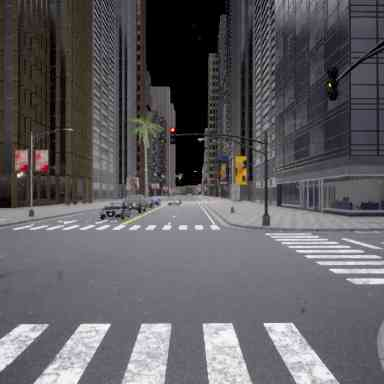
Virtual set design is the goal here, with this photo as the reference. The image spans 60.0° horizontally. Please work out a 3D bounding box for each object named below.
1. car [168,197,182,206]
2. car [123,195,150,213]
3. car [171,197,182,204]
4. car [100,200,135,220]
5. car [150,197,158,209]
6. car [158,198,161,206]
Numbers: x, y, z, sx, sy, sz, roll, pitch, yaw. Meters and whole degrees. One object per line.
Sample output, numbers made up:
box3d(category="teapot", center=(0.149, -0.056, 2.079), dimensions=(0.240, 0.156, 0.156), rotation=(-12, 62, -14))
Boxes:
box3d(category="car", center=(-3.218, 1.782, 59.798), dimensions=(1.895, 1.301, 4.718), rotation=(0, 0, 0))
box3d(category="car", center=(-6.642, 1.314, 38.452), dimensions=(2.150, 2.045, 5.566), rotation=(0, 0, 0))
box3d(category="car", center=(-3.228, 1.789, 69.693), dimensions=(1.994, 1.385, 4.181), rotation=(0, 0, 0))
box3d(category="car", center=(-6.631, 1.628, 29.128), dimensions=(1.994, 1.385, 4.181), rotation=(0, 0, 0))
box3d(category="car", center=(-6.645, 1.483, 48.380), dimensions=(2.097, 1.767, 4.553), rotation=(0, 0, 0))
box3d(category="car", center=(-6.613, 1.653, 58.520), dimensions=(1.882, 1.535, 5.008), rotation=(0, 0, 0))
